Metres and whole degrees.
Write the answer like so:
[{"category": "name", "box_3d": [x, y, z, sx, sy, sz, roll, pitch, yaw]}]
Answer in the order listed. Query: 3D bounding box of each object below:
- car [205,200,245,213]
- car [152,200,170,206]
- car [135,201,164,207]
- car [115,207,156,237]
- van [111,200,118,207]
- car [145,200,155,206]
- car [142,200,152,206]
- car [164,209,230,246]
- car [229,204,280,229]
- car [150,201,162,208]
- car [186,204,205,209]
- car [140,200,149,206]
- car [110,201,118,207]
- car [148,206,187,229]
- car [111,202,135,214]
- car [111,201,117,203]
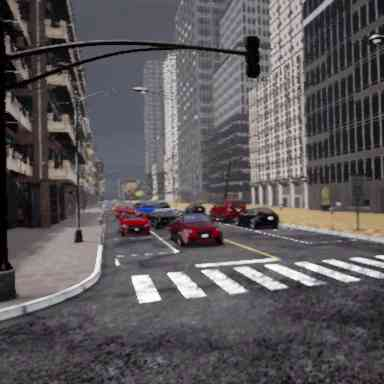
[{"category": "car", "box_3d": [3.092, 1.579, 28.360, 2.192, 1.841, 5.009, -1, -1, -14]}, {"category": "car", "box_3d": [-4.092, 2.160, 46.001, 1.837, 1.490, 4.892, -1, -1, -14]}, {"category": "car", "box_3d": [-4.602, 2.023, 35.209, 1.882, 1.535, 5.008, -1, -1, -14]}, {"category": "car", "box_3d": [-3.672, 1.906, 20.949, 1.887, 1.381, 4.507, -1, -1, -14]}, {"category": "van", "box_3d": [-19.912, 2.888, 85.196, 1.690, 1.788, 3.998, -1, -1, -14]}, {"category": "car", "box_3d": [-10.434, 2.692, 81.895, 1.967, 1.590, 4.097, -1, -1, -14]}, {"category": "car", "box_3d": [-11.784, 2.905, 87.248, 2.008, 1.369, 4.403, -1, -1, -14]}, {"category": "car", "box_3d": [0.089, 1.778, 16.610, 1.994, 1.385, 4.181, -1, -1, -14]}, {"category": "car", "box_3d": [4.451, 1.734, 23.003, 1.947, 1.339, 4.313, -1, -1, -14]}, {"category": "car", "box_3d": [-7.726, 2.613, 71.187, 1.947, 1.339, 4.313, -1, -1, -14]}, {"category": "car", "box_3d": [0.392, 2.022, 39.064, 1.947, 1.339, 4.313, -1, -1, -14]}, {"category": "car", "box_3d": [-13.137, 3.008, 92.602, 2.008, 1.369, 4.403, -1, -1, -14]}, {"category": "car", "box_3d": [-21.260, 3.194, 90.546, 1.887, 1.381, 4.507, -1, -1, -14]}, {"category": "car", "box_3d": [-2.059, 1.965, 25.121, 1.895, 1.301, 4.718, -1, -1, -14]}, {"category": "car", "box_3d": [-7.731, 2.194, 37.009, 1.887, 1.381, 4.507, -1, -1, -14]}, {"category": "car", "box_3d": [-10.395, 2.366, 47.552, 1.752, 1.417, 4.829, -1, -1, -14]}]
